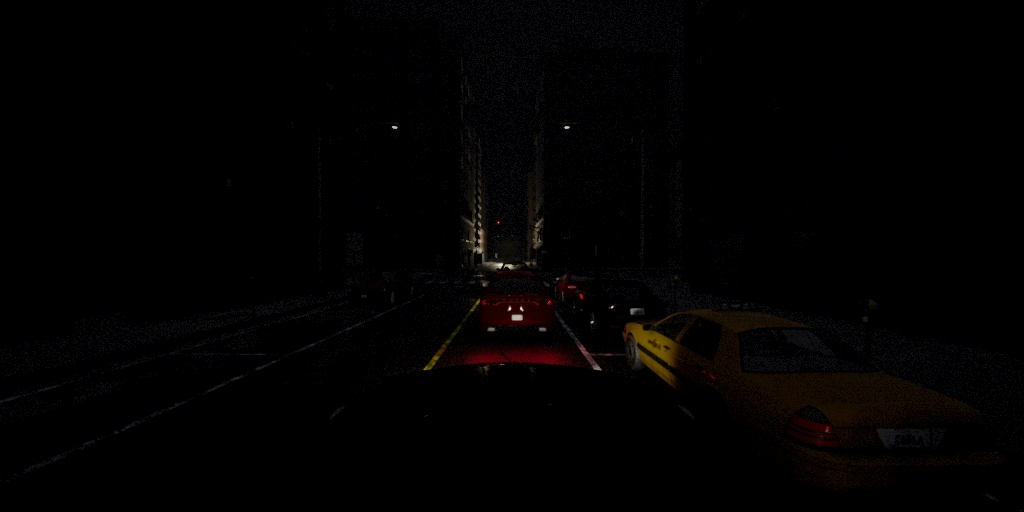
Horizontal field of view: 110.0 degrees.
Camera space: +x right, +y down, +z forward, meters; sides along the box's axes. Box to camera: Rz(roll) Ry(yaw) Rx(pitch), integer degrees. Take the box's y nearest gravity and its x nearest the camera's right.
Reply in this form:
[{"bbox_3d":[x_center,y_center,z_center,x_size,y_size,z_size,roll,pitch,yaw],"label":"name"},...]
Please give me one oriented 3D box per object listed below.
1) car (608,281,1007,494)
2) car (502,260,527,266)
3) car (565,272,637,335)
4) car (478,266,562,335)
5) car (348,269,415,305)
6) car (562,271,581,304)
[{"bbox_3d":[2.880,1.274,4.889,1.751,1.417,4.829,0,0,0],"label":"car"},{"bbox_3d":[0.145,1.096,20.817,2.097,1.767,4.553,0,0,0],"label":"car"},{"bbox_3d":[2.895,1.313,10.305,1.948,1.339,4.313,0,0,0],"label":"car"},{"bbox_3d":[0.118,1.225,10.488,1.882,1.535,5.008,0,0,0],"label":"car"},{"bbox_3d":[-5.636,1.291,15.911,1.888,1.381,4.507,0,0,0],"label":"car"},{"bbox_3d":[2.910,1.327,15.891,1.802,1.307,4.207,0,0,0],"label":"car"}]
